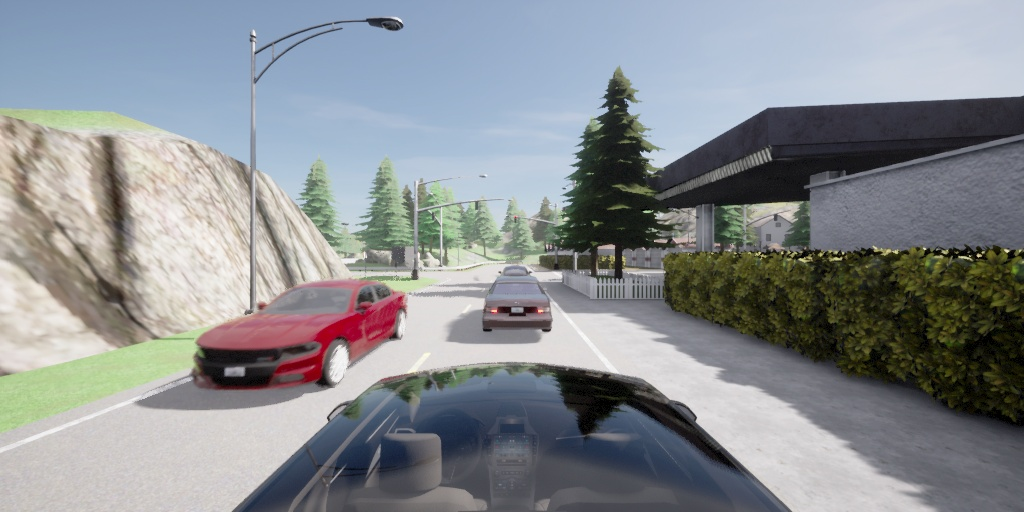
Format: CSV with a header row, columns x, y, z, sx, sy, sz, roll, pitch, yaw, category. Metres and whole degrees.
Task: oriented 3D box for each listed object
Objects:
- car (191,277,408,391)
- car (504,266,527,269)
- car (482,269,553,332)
x,y,z,sx,sy,sz,roll,pitch,yaw,category
-3.574,1.227,7.132,1.882,1.535,5.008,0,0,0,car
0.187,1.276,20.411,1.812,1.442,4.674,0,0,0,car
0.139,1.297,10.825,2.033,1.411,5.357,0,0,0,car
